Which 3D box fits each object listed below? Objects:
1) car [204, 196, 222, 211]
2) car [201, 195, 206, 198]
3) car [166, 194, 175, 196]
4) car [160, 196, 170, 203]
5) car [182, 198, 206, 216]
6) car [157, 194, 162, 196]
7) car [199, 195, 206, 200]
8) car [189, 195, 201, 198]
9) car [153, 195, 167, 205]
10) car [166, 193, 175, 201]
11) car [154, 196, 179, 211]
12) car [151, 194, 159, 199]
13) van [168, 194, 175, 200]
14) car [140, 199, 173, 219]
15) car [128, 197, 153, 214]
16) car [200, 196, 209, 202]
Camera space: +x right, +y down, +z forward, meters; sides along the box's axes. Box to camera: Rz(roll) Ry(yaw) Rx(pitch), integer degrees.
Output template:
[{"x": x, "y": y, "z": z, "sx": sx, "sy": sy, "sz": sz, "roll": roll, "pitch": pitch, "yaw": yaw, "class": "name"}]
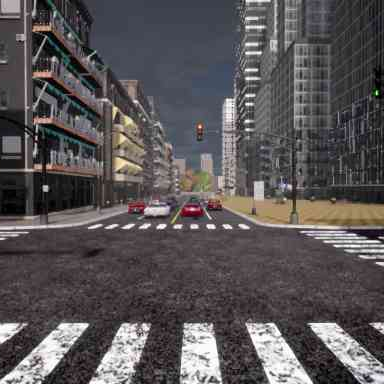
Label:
[{"x": 2.719, "y": 1.540, "z": 41.073, "sx": 1.887, "sy": 1.381, "sz": 4.507, "roll": -1, "pitch": 0, "yaw": 0, "class": "car"}, {"x": 2.760, "y": 1.550, "z": 63.668, "sx": 2.008, "sy": 1.369, "sz": 4.403, "roll": -1, "pitch": 0, "yaw": 0, "class": "car"}, {"x": -3.000, "y": 1.501, "z": 49.671, "sx": 1.837, "sy": 1.490, "sz": 4.892, "roll": 0, "pitch": 0, "yaw": 0, "class": "car"}, {"x": -5.577, "y": 1.583, "z": 69.275, "sx": 1.802, "sy": 1.307, "sz": 4.206, "roll": -1, "pitch": 0, "yaw": 0, "class": "car"}, {"x": 0.068, "y": 1.560, "z": 32.386, "sx": 1.994, "sy": 1.385, "sz": 4.181, "roll": 0, "pitch": 0, "yaw": 1, "class": "car"}, {"x": -5.611, "y": 1.312, "z": 52.329, "sx": 2.192, "sy": 1.841, "sz": 5.009, "roll": -1, "pitch": 0, "yaw": 0, "class": "car"}, {"x": 2.810, "y": 1.534, "z": 92.084, "sx": 1.752, "sy": 1.417, "sz": 4.829, "roll": -1, "pitch": 0, "yaw": 0, "class": "car"}, {"x": 0.200, "y": 1.524, "z": 60.219, "sx": 1.812, "sy": 1.442, "sz": 4.674, "roll": 0, "pitch": 0, "yaw": 0, "class": "car"}, {"x": -5.599, "y": 1.438, "z": 57.977, "sx": 1.967, "sy": 1.590, "sz": 4.097, "roll": -1, "pitch": 0, "yaw": 0, "class": "car"}, {"x": -5.550, "y": 1.321, "z": 86.222, "sx": 2.192, "sy": 1.841, "sz": 5.009, "roll": -1, "pitch": 0, "yaw": 0, "class": "car"}, {"x": -3.017, "y": 1.559, "z": 39.490, "sx": 1.994, "sy": 1.385, "sz": 4.181, "roll": 0, "pitch": 0, "yaw": 1, "class": "car"}, {"x": -5.629, "y": 1.435, "z": 41.030, "sx": 1.967, "sy": 1.590, "sz": 4.097, "roll": -1, "pitch": 0, "yaw": 0, "class": "car"}, {"x": -5.539, "y": 1.350, "z": 91.870, "sx": 1.690, "sy": 1.788, "sz": 3.998, "roll": -1, "pitch": 0, "yaw": 0, "class": "van"}, {"x": -3.047, "y": 1.596, "z": 29.430, "sx": 1.895, "sy": 1.301, "sz": 4.718, "roll": 0, "pitch": 0, "yaw": 0, "class": "car"}, {"x": -5.638, "y": 1.540, "z": 35.381, "sx": 1.887, "sy": 1.381, "sz": 4.507, "roll": -1, "pitch": 0, "yaw": 0, "class": "car"}, {"x": 2.781, "y": 1.547, "z": 74.967, "sx": 1.887, "sy": 1.381, "sz": 4.507, "roll": -1, "pitch": 0, "yaw": 0, "class": "car"}]
